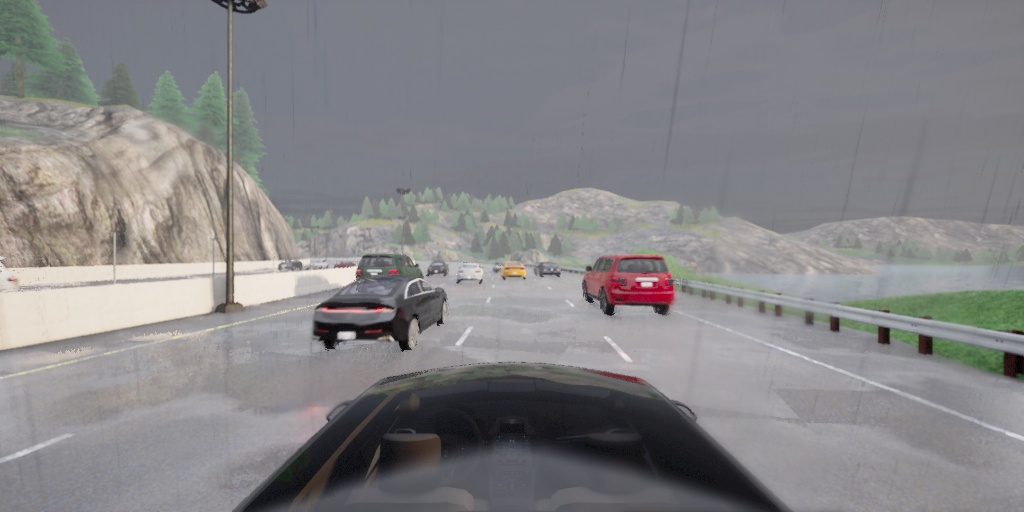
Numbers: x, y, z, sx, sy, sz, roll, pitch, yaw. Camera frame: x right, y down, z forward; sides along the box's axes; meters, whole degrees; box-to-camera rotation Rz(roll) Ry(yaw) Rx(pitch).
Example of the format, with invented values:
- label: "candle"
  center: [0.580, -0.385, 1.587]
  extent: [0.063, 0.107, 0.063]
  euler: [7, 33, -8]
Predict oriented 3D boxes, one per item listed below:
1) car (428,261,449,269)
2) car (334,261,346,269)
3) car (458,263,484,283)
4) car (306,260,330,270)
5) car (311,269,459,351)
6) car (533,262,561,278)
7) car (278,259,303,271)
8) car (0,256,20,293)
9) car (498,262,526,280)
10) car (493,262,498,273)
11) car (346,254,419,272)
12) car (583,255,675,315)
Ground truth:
- label: "car"
  center: [-7.429, 1.270, 36.153]
  extent: [1.812, 1.442, 4.674]
  euler: [0, 0, -6]
- label: "car"
  center: [-24.114, 1.381, 51.696]
  extent: [1.895, 1.301, 4.718]
  euler: [0, 0, -12]
- label: "car"
  center: [-3.167, 1.272, 27.570]
  extent: [1.812, 1.442, 4.674]
  euler: [0, 0, -3]
- label: "car"
  center: [-27.541, 1.277, 50.985]
  extent: [1.812, 1.442, 4.674]
  euler: [0, 0, -12]
- label: "car"
  center: [-2.924, 1.240, 8.987]
  extent: [2.128, 1.511, 4.902]
  euler: [0, 0, 2]
- label: "car"
  center: [3.321, 1.295, 34.606]
  extent: [2.033, 1.411, 5.357]
  euler: [0, 0, -6]
- label: "car"
  center: [-30.943, 1.232, 50.141]
  extent: [2.128, 1.511, 4.902]
  euler: [0, 0, -12]
- label: "car"
  center: [-17.100, 0.965, 9.238]
  extent: [2.150, 2.045, 5.566]
  euler: [0, 0, 2]
- label: "car"
  center: [0.048, 1.225, 31.370]
  extent: [1.882, 1.535, 5.008]
  euler: [0, 0, -4]
- label: "car"
  center: [-1.281, 1.346, 43.320]
  extent: [1.895, 1.301, 4.718]
  euler: [0, 0, -8]
- label: "car"
  center: [-6.298, 0.961, 18.899]
  extent: [2.150, 2.045, 5.566]
  euler: [0, -1, -1]
- label: "car"
  center: [4.202, 0.971, 13.735]
  extent: [2.150, 2.045, 5.566]
  euler: [0, 0, 1]
